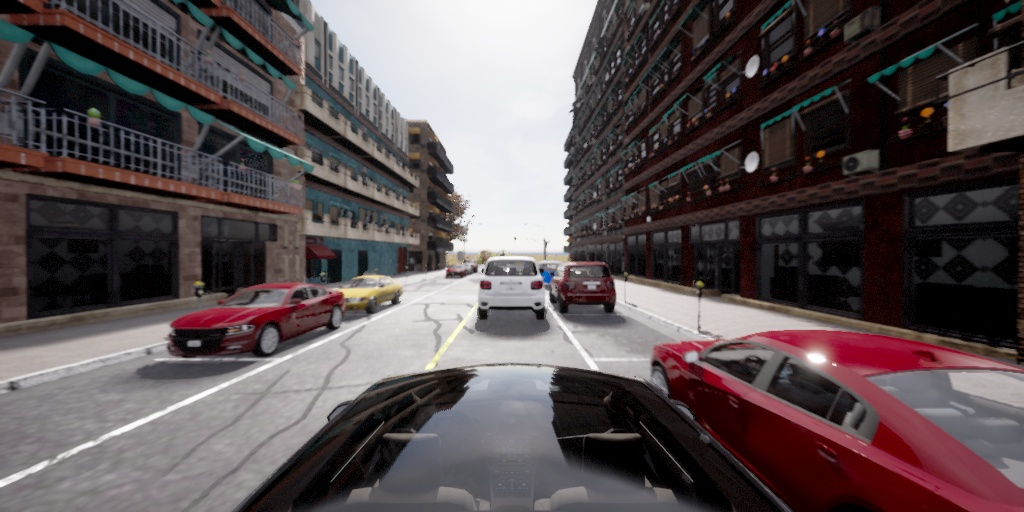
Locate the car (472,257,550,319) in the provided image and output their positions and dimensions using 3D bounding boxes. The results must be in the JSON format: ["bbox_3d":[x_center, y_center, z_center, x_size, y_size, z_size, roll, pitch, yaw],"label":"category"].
[{"bbox_3d":[0.026,1.048,13.275,2.150,2.045,5.566,0,0,1],"label":"car"}]

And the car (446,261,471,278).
[{"bbox_3d":[-5.694,1.517,37.002,1.888,1.381,4.507,0,0,0],"label":"car"}]

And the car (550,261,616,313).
[{"bbox_3d":[2.689,1.148,14.392,2.192,1.841,5.009,0,0,0],"label":"car"}]

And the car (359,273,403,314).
[{"bbox_3d":[-5.692,1.358,14.170,1.751,1.417,4.829,0,0,0],"label":"car"}]

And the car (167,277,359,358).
[{"bbox_3d":[-5.692,1.341,8.673,1.888,1.381,4.507,0,0,0],"label":"car"}]

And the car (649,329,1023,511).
[{"bbox_3d":[2.690,1.304,3.061,1.888,1.381,4.507,0,0,0],"label":"car"}]

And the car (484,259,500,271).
[{"bbox_3d":[-3.071,1.425,55.504,2.097,1.767,4.553,0,0,0],"label":"car"}]

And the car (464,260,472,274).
[{"bbox_3d":[-5.695,1.554,42.667,2.007,1.370,4.403,0,0,0],"label":"car"}]
